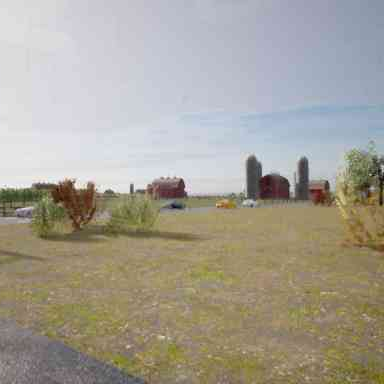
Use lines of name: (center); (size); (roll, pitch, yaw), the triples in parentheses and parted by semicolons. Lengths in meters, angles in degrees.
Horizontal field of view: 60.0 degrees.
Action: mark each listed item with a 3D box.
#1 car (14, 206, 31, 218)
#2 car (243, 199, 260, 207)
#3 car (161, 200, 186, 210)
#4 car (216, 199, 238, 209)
car: (-15.208, 1.786, 33.286); (1.812, 1.442, 4.674); (-1, -1, 36)
car: (11.415, 2.170, 64.255); (1.812, 1.442, 4.674); (-1, -1, 36)
car: (-2.940, 1.980, 50.384); (2.128, 1.511, 4.902); (-1, -1, 36)
car: (5.988, 2.018, 56.634); (1.882, 1.535, 5.008); (-1, -1, 36)
